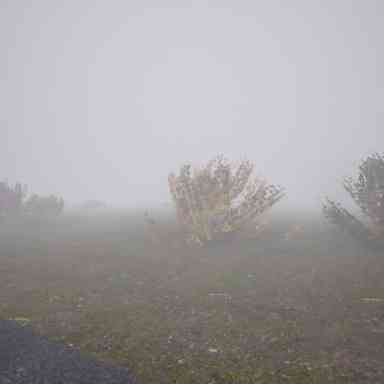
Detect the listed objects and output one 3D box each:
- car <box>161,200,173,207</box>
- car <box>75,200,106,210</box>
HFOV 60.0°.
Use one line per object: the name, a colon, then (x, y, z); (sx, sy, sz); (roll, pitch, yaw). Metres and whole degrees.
car: (-3.810, 2.213, 64.638); (1.895, 1.301, 4.718); (-1, -1, 36)
car: (-14.979, 1.908, 49.220); (1.837, 1.490, 4.892); (-1, -1, 36)
